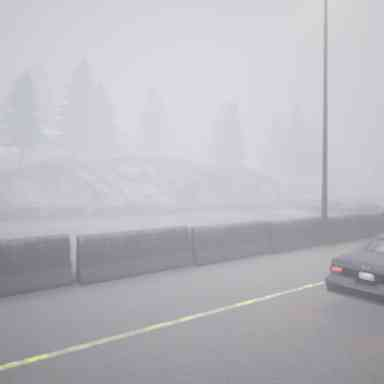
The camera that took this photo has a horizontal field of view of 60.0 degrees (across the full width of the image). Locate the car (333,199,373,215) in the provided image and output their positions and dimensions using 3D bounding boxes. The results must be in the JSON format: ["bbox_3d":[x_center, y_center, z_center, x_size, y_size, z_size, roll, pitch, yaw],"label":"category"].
[{"bbox_3d":[16.803,1.527,33.246,5.357,1.411,2.033,-1,0,-36],"label":"car"}]

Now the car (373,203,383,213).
[{"bbox_3d":[18.847,1.499,30.402,4.674,1.442,1.812,-1,0,-36],"label":"car"}]

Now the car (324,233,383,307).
[{"bbox_3d":[5.213,1.579,7.497,5.357,1.411,2.033,0,0,-35],"label":"car"}]

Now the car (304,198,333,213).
[{"bbox_3d":[14.735,1.464,36.066,5.008,1.535,1.882,-1,0,-36],"label":"car"}]

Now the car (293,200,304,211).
[{"bbox_3d":[14.065,1.543,39.885,4.181,1.385,1.994,-1,0,-36],"label":"car"}]
